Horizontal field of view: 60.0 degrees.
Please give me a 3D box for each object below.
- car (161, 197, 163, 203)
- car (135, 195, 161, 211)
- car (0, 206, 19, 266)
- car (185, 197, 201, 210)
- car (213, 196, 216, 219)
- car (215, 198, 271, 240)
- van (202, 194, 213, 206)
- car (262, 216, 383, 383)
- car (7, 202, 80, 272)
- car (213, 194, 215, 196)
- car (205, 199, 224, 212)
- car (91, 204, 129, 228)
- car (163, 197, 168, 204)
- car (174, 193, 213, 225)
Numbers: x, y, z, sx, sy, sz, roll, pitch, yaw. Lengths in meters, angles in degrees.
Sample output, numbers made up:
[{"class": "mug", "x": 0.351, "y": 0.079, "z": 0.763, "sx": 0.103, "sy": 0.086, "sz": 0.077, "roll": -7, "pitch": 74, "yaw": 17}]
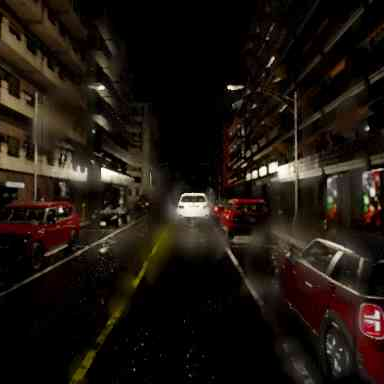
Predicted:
[{"class": "car", "x": -5.298, "y": 1.457, "z": 44.138, "sx": 1.887, "sy": 1.381, "sz": 4.507, "roll": 1, "pitch": 0, "yaw": 0}, {"class": "car", "x": -5.292, "y": 1.232, "z": 38.606, "sx": 2.192, "sy": 1.841, "sz": 5.009, "roll": 1, "pitch": 0, "yaw": 0}, {"class": "car", "x": -5.291, "y": 1.299, "z": 5.423, "sx": 2.192, "sy": 1.841, "sz": 5.009, "roll": 1, "pitch": 0, "yaw": 0}, {"class": "car", "x": 0.103, "y": 1.392, "z": 41.660, "sx": 1.882, "sy": 1.535, "sz": 5.008, "roll": 0, "pitch": 0, "yaw": 0}, {"class": "car", "x": 2.551, "y": 1.372, "z": 27.488, "sx": 1.967, "sy": 1.590, "sz": 4.097, "roll": 1, "pitch": 0, "yaw": 0}, {"class": "car", "x": 2.555, "y": 1.269, "z": 16.425, "sx": 2.192, "sy": 1.841, "sz": 5.009, "roll": 1, "pitch": 0, "yaw": 0}, {"class": "van", "x": 2.553, "y": 1.251, "z": 55.145, "sx": 1.690, "sy": 1.788, "sz": 3.998, "roll": 1, "pitch": 0, "yaw": 0}, {"class": "car", "x": 2.594, "y": 1.424, "z": 5.363, "sx": 1.967, "sy": 1.590, "sz": 4.097, "roll": 1, "pitch": 0, "yaw": 0}, {"class": "car", "x": -5.291, "y": 1.284, "z": 10.953, "sx": 2.192, "sy": 1.841, "sz": 5.009, "roll": 1, "pitch": 0, "yaw": 0}, {"class": "car", "x": 2.554, "y": 1.225, "z": 49.614, "sx": 2.192, "sy": 1.841, "sz": 5.009, "roll": 1, "pitch": 0, "yaw": 0}, {"class": "car", "x": 2.548, "y": 1.499, "z": 38.551, "sx": 1.802, "sy": 1.307, "sz": 4.206, "roll": 1, "pitch": 0, "yaw": 0}, {"class": "car", "x": -5.298, "y": 1.508, "z": 22.017, "sx": 1.947, "sy": 1.339, "sz": 4.313, "roll": 1, "pitch": 0, "yaw": 0}, {"class": "car", "x": -5.299, "y": 1.493, "z": 60.731, "sx": 1.802, "sy": 1.307, "sz": 4.206, "roll": 1, "pitch": 0, "yaw": 0}, {"class": "car", "x": 0.101, "y": 1.154, "z": 23.561, "sx": 2.150, "sy": 2.045, "sz": 5.566, "roll": 0, "pitch": -1, "yaw": 0}]
